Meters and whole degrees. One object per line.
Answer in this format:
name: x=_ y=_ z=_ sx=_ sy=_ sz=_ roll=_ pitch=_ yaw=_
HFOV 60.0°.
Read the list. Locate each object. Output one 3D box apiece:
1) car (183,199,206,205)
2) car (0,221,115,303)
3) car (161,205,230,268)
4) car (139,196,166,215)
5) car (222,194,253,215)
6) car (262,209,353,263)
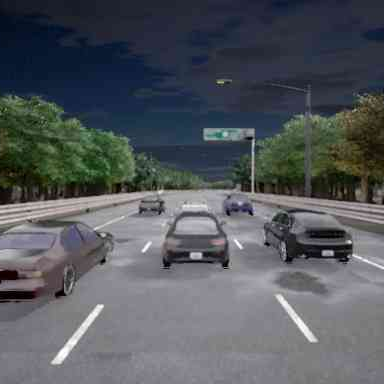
car: x=0.206 y=1.202 z=26.413 sx=1.895 sy=1.301 sz=4.718 roll=0 pitch=1 yaw=1
car: x=-3.396 y=1.418 z=8.175 sx=2.033 sy=1.411 sz=5.357 roll=0 pitch=1 yaw=1
car: x=0.126 y=1.362 z=10.501 sx=1.812 sy=1.442 sz=4.674 roll=0 pitch=1 yaw=1
car: x=-3.282 y=1.068 z=28.009 sx=2.128 sy=1.511 sz=4.902 roll=0 pitch=1 yaw=0
car: x=3.715 y=0.936 z=27.744 sx=2.097 sy=1.767 sz=4.553 roll=0 pitch=1 yaw=0
car: x=3.637 y=1.332 z=11.225 sx=1.837 sy=1.490 sz=4.892 roll=0 pitch=1 yaw=1
